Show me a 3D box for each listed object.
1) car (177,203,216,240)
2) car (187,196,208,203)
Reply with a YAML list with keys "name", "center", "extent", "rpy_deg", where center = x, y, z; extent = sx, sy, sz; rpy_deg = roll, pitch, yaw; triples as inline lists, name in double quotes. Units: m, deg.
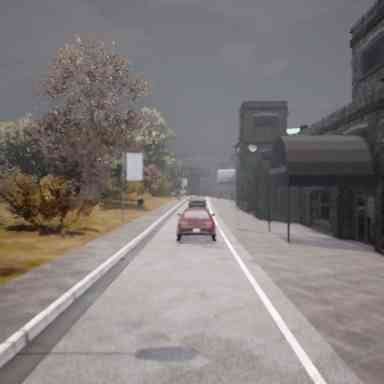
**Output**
- name: "car"
  center: [0.222, 1.508, 16.846]
  extent: [1.812, 1.442, 4.674]
  rpy_deg: [0, 0, 1]
- name: "car"
  center: [0.583, 1.211, 34.945]
  extent: [1.837, 1.490, 4.892]
  rpy_deg: [0, 1, 2]
